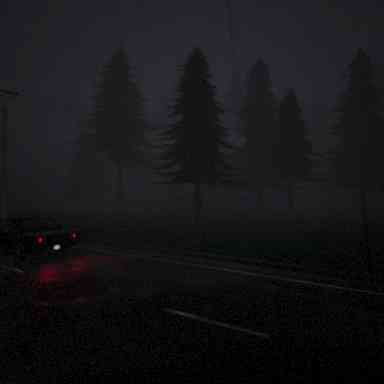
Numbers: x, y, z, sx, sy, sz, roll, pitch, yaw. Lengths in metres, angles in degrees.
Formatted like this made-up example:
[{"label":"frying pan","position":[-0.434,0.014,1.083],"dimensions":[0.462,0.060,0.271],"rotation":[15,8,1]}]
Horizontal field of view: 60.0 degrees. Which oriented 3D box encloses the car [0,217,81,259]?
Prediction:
[{"label":"car","position":[-6.480,1.617,12.753],"dimensions":[4.718,1.301,1.895],"rotation":[0,0,35]}]
